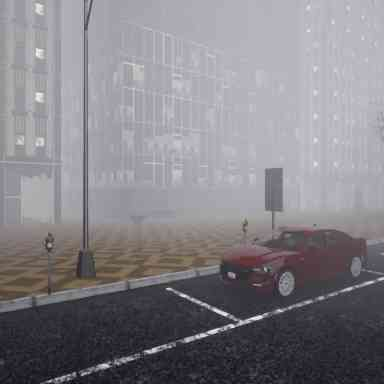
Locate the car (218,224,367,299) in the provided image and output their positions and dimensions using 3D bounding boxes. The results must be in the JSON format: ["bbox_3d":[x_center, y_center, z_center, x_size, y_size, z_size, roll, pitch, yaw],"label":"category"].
[{"bbox_3d":[2.684,1.545,8.476,4.507,1.381,1.887,0,0,-36],"label":"car"}]
